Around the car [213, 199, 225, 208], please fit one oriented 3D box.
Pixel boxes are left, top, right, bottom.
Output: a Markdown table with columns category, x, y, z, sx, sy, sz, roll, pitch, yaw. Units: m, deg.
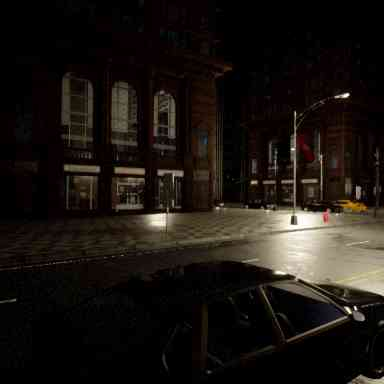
| category | x | y | z | sx | sy | sz | roll | pitch | yaw |
| --- | --- | --- | --- | --- | --- | --- | --- | --- | --- |
| car | 3.349 | 1.789 | 53.358 | 1.812 | 1.442 | 4.674 | 1 | -1 | -35 |

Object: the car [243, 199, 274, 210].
| category | x | y | z | sx | sy | sz | roll | pitch | yaw |
| --- | --- | --- | --- | --- | --- | --- | --- | --- | --- |
| car | 9.105 | 1.722 | 45.245 | 1.837 | 1.490 | 4.892 | 1 | -1 | -35 |

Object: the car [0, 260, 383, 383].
| category | x | y | z | sx | sy | sz | roll | pitch | yaw |
| --- | --- | --- | --- | --- | --- | --- | --- | --- | --- |
| car | 0.423 | 1.548 | 3.744 | 5.357 | 1.411 | 2.033 | 0 | 0 | -36 |

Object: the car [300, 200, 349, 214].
| category | x | y | z | sx | sy | sz | roll | pitch | yaw |
| --- | --- | --- | --- | --- | --- | --- | --- | --- | --- |
| car | 14.594 | 1.679 | 37.507 | 1.837 | 1.490 | 4.892 | 1 | -1 | -35 |

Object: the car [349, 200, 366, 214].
| category | x | y | z | sx | sy | sz | roll | pitch | yaw |
| --- | --- | --- | --- | --- | --- | --- | --- | --- | --- |
| car | 17.564 | 1.687 | 38.863 | 1.882 | 1.535 | 5.008 | 1 | -1 | -35 |
